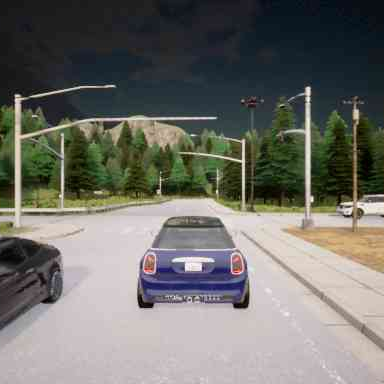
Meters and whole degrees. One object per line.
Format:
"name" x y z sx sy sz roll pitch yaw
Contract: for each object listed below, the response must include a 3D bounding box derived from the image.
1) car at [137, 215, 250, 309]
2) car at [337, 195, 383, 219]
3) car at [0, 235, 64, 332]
"car" 0.042 1.349 8.050 2.097 1.767 4.553 0 0 0
"car" 15.541 1.249 28.654 5.566 2.045 2.150 0 0 1
"car" -3.621 1.512 5.399 1.812 1.442 4.674 0 1 0
